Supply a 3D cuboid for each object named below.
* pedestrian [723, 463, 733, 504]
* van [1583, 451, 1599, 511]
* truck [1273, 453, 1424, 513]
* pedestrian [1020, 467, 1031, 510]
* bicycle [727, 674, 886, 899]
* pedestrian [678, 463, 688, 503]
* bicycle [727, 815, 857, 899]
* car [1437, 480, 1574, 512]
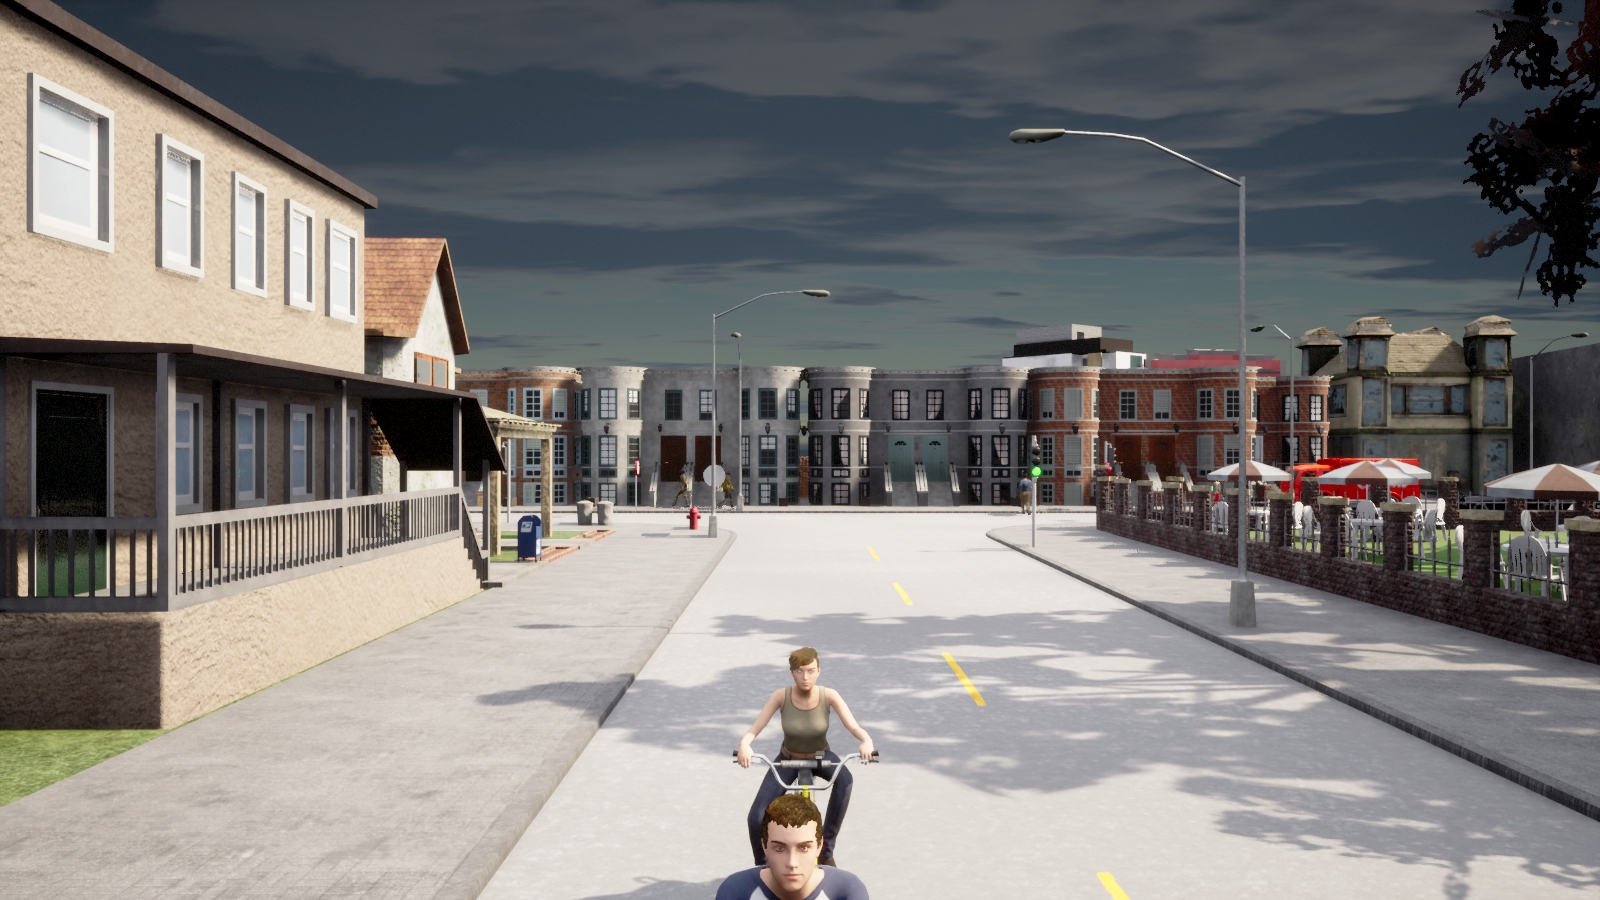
[{"bbox_3d":[-3.302,1.546,52.360,0.375,1.860,0.375,0,0,-13],"label":"pedestrian"},{"bbox_3d":[37.194,1.334,48.909,5.915,2.561,1.988,0,0,1],"label":"van"},{"bbox_3d":[23.374,1.365,48.875,5.204,2.467,2.627,0,0,0],"label":"truck"},{"bbox_3d":[9.701,1.649,49.184,0.375,1.860,0.375,0,0,-5],"label":"pedestrian"},{"bbox_3d":[0.033,2.040,6.906,0.859,1.080,1.487,0,0,0],"label":"bicycle"},{"bbox_3d":[-5.425,1.546,53.097,0.375,1.860,0.375,0,0,5],"label":"pedestrian"},{"bbox_3d":[-0.022,1.938,3.212,0.373,1.296,1.643,0,0,0],"label":"bicycle"},{"bbox_3d":[30.125,1.955,48.889,4.718,1.301,1.895,0,0,0],"label":"car"}]
